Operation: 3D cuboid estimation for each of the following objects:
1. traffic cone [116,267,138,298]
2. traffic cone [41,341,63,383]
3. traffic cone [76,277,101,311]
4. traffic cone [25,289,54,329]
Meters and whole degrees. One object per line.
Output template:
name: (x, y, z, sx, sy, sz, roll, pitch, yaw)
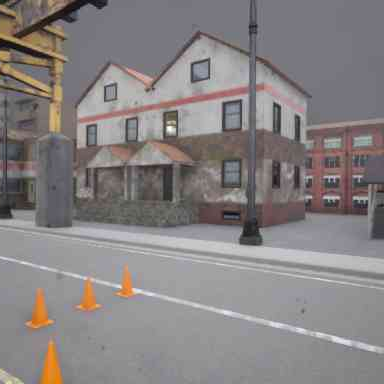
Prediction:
traffic cone: (-1.426, 1.949, 7.286, 0.340, 0.580, 0.340, 0, 0, 36)
traffic cone: (-1.558, 1.952, 3.683, 0.340, 0.580, 0.340, 0, 0, 36)
traffic cone: (-2.011, 1.949, 6.475, 0.340, 0.580, 0.340, 0, 0, 36)
traffic cone: (-2.595, 1.949, 5.664, 0.340, 0.580, 0.340, 0, 0, 36)
